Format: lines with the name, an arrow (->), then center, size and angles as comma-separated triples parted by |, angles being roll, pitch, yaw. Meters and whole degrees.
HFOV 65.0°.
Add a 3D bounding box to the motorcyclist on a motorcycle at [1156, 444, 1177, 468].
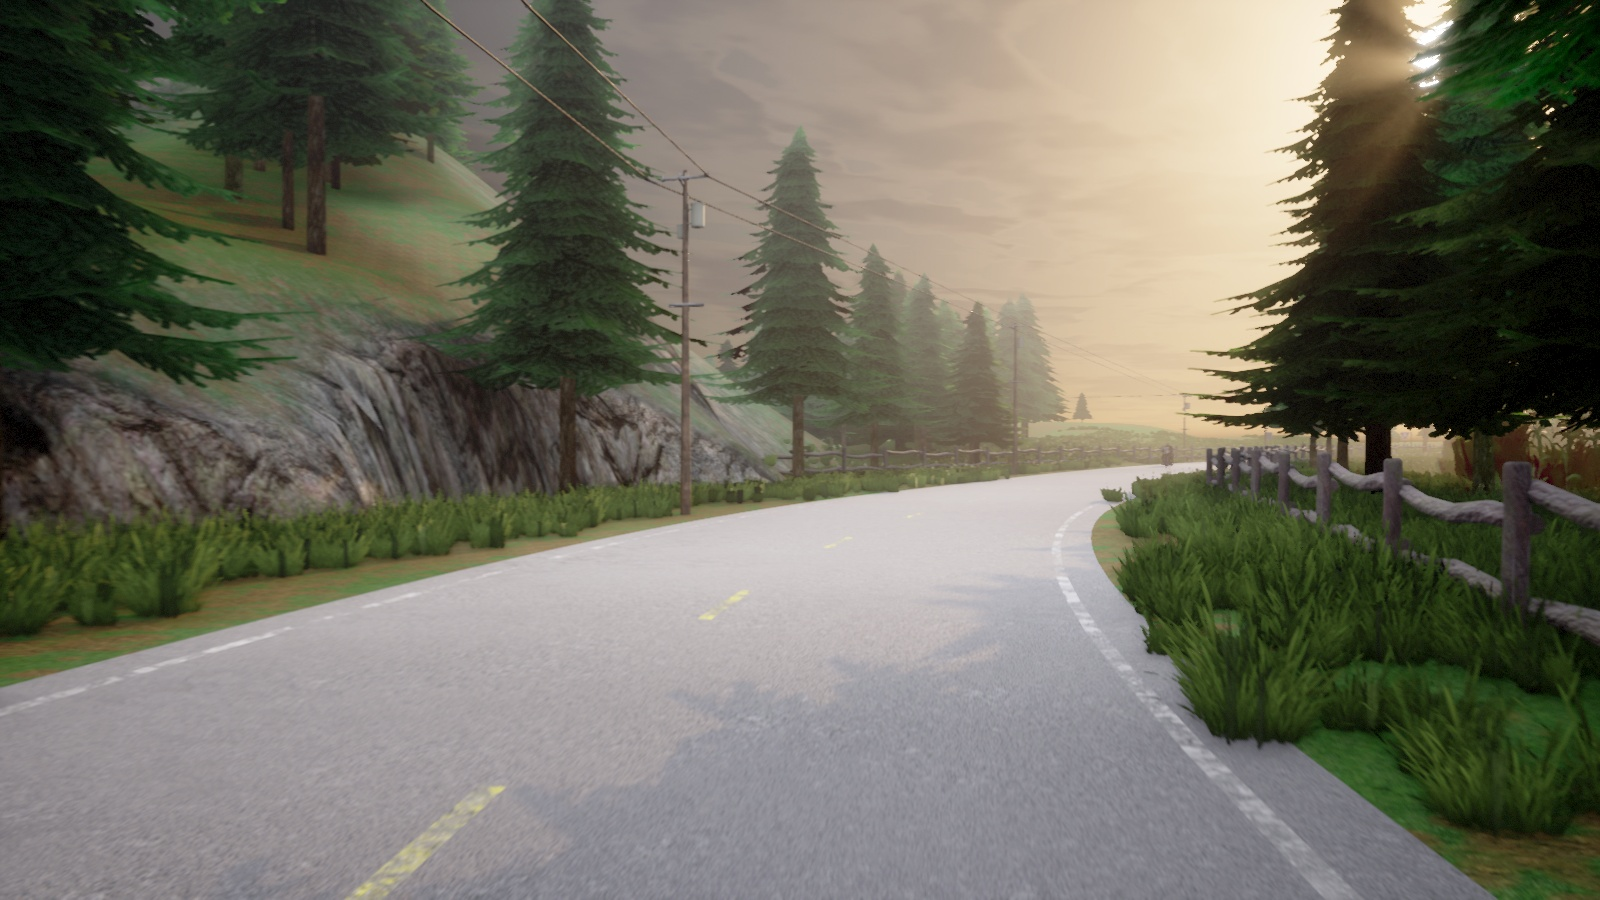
motorcyclist on a motorcycle -> 23.151, 0.369, 79.349 | 0.866, 1.530, 2.191 | 0, 0, 27
